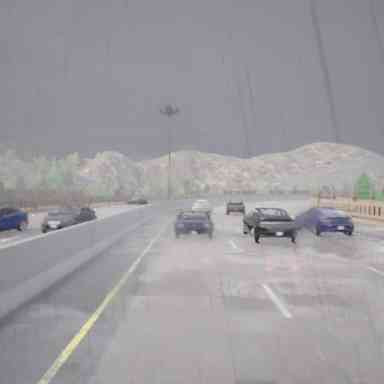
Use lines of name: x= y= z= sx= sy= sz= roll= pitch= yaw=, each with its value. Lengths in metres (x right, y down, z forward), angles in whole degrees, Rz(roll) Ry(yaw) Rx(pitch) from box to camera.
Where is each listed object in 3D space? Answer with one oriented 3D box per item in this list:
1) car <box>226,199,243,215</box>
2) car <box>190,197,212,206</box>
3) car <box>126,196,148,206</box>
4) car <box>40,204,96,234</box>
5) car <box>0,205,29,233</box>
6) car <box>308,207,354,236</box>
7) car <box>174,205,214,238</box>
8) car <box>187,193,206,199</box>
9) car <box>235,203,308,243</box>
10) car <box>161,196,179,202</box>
car: x=4.520 y=1.493 z=34.187 sx=2.128 sy=1.511 sz=4.902 roll=0 pitch=0 yaw=7
car: x=1.154 y=1.527 z=35.450 sx=1.812 sy=1.442 sz=4.674 roll=0 pitch=0 yaw=7
car: x=-8.968 y=1.479 z=54.613 sx=1.882 sy=1.535 sz=5.008 roll=0 pitch=0 yaw=18
car: x=-7.039 y=1.493 z=19.416 sx=2.128 sy=1.511 sz=4.902 roll=0 pitch=0 yaw=1
car: x=-10.561 y=1.479 z=17.529 sx=1.882 sy=1.535 sz=5.008 roll=0 pitch=0 yaw=1
car: x=7.100 y=1.527 z=18.145 sx=1.812 sy=1.442 sz=4.674 roll=0 pitch=0 yaw=0
car: x=0.095 y=1.602 z=17.686 sx=1.895 sy=1.301 sz=4.718 roll=0 pitch=0 yaw=0
car: x=0.948 y=1.225 z=61.402 sx=2.150 sy=2.045 sz=5.566 roll=0 pitch=0 yaw=23
car: x=3.593 y=1.492 z=16.075 sx=2.128 sy=1.511 sz=4.902 roll=0 pitch=0 yaw=0
car: x=-3.799 y=1.505 z=58.949 sx=1.837 sy=1.490 sz=4.892 roll=0 pitch=0 yaw=20
